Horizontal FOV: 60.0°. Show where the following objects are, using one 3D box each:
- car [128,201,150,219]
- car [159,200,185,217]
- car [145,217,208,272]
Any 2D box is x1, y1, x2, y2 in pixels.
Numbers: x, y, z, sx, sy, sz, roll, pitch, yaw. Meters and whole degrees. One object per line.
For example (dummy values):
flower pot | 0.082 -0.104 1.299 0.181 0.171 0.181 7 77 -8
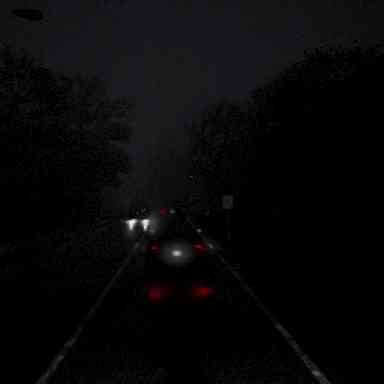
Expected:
car | -6.080 2.009 38.667 2.150 2.045 5.566 -1 -2 -4
car | -1.788 1.772 29.865 2.150 2.045 5.566 -1 -1 -4
car | -0.556 1.807 11.773 1.994 1.385 4.181 -1 -1 -3
